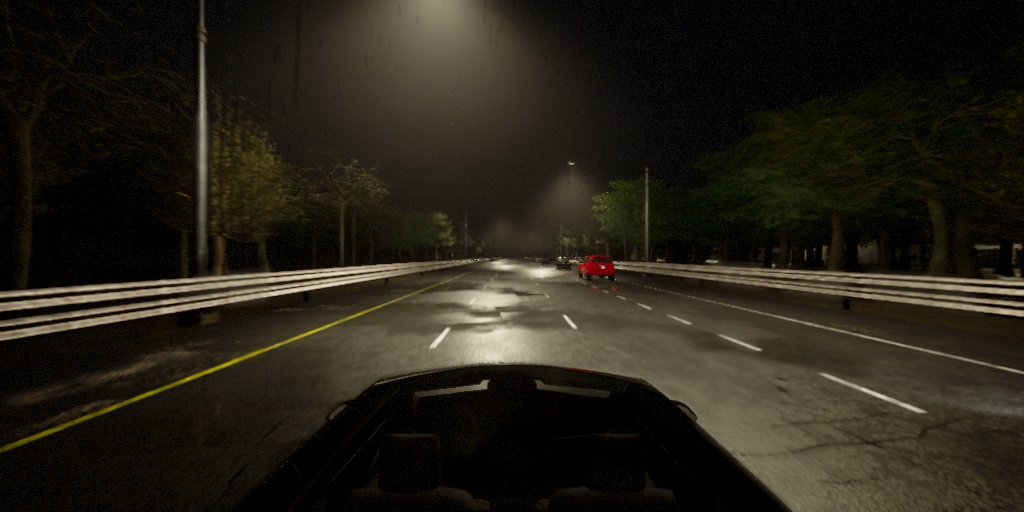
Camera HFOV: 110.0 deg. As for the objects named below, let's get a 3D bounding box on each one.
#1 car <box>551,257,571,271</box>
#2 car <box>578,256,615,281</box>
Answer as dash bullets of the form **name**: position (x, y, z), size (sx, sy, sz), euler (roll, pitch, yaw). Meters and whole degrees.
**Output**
- **car**: position (7.108, 1.255, 50.396), size (2.128, 1.511, 4.902), euler (0, 0, 0)
- **car**: position (7.051, 0.984, 30.392), size (2.150, 2.045, 5.566), euler (0, 0, 0)
